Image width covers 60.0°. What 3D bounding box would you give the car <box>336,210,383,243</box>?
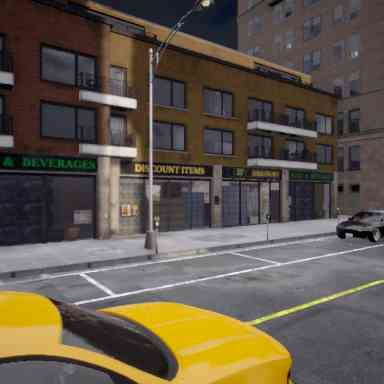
[{"bbox_3d":[8.836,1.566,16.200,4.313,1.339,1.947,0,0,-35],"label":"car"}]

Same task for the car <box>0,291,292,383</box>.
[{"bbox_3d":[-1.391,1.478,2.176,5.008,1.535,1.882,0,0,-36],"label":"car"}]
